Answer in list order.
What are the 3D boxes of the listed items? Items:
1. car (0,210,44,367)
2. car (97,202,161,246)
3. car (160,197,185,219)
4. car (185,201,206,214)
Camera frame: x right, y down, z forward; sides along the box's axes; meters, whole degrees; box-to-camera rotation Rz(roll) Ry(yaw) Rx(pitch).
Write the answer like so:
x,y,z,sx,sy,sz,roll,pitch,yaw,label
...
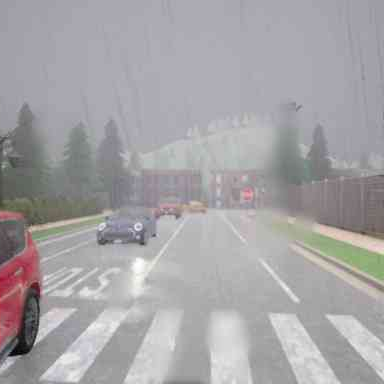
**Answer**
x,y,z,sx,sy,sz,roll,pitch,yaw,label
-3.059,1.250,3.094,2.150,2.045,5.566,0,-1,-10,car
-3.011,1.508,16.219,2.097,1.767,4.553,0,-1,2,car
-2.222,1.551,33.083,2.150,2.045,5.566,0,-1,2,car
-0.023,1.917,42.741,1.882,1.535,5.008,0,0,-25,car
